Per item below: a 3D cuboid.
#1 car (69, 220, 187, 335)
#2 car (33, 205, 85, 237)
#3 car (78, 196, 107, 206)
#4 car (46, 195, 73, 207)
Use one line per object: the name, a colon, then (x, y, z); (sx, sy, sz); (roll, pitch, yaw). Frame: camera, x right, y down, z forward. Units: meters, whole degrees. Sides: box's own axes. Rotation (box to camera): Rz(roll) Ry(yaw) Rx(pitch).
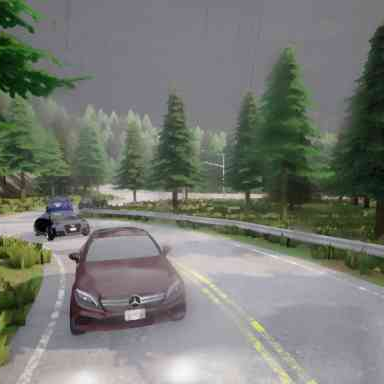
car: (-1.509, 1.522, 7.035); (1.812, 1.442, 4.674); (-2, 0, -17)
car: (-7.022, 1.664, 17.742); (1.994, 1.385, 4.181); (-4, 2, -38)
car: (-12.641, 1.287, 42.798); (2.097, 1.767, 4.553); (2, 2, 13)
car: (-12.803, 1.325, 32.214); (2.150, 2.045, 5.566); (-1, 0, -18)
